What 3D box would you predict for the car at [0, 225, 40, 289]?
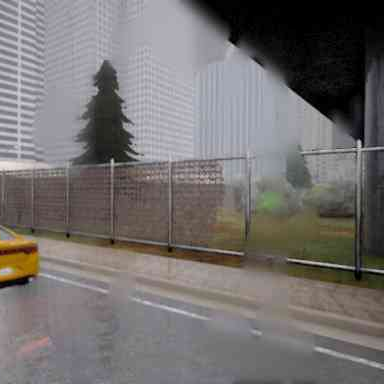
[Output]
[{"bbox_3d":[-5.719,1.425,8.078,5.008,1.535,1.882,0,0,36],"label":"car"}]
